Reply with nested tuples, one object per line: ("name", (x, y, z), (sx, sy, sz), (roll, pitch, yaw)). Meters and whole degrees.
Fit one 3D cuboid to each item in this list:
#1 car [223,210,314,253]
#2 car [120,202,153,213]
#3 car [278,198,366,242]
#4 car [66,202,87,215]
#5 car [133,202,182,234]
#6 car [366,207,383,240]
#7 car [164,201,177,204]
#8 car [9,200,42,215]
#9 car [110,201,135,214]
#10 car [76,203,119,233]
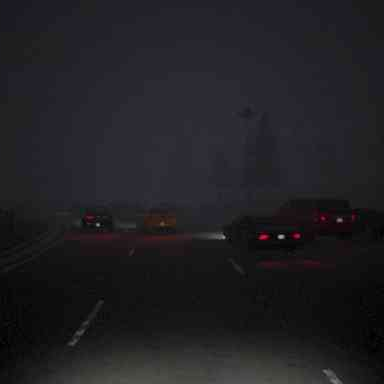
("car", (2.753, 1.630, 14.070), (2.033, 1.411, 5.357), (0, 0, -8))
("car", (-7.114, 1.948, 42.554), (1.895, 1.301, 4.718), (0, -1, -43))
("car", (5.847, 1.306, 16.866), (2.150, 2.045, 5.566), (0, 0, -10))
("car", (-12.475, 1.896, 37.890), (2.033, 1.411, 5.357), (0, -1, -44))
("car", (-2.321, 1.640, 20.747), (1.882, 1.535, 5.008), (0, -1, -16))
("car", (9.208, 1.573, 17.583), (1.837, 1.490, 4.892), (0, 0, -10))
("car", (-3.239, 1.894, 43.541), (1.994, 1.385, 4.181), (0, 0, -42))
("car", (-19.970, 1.760, 39.733), (4.553, 1.767, 2.097), (-1, -1, 38))
("car", (-8.874, 1.812, 39.174), (1.882, 1.535, 5.008), (0, 0, -43))
("car", (-6.155, 1.682, 21.322), (2.128, 1.511, 4.902), (0, -1, -19))
